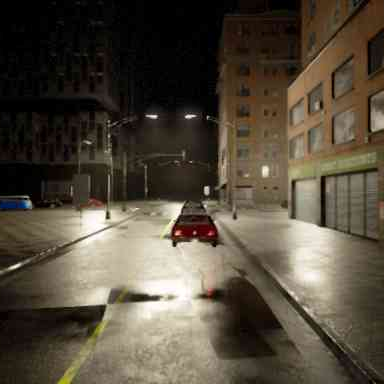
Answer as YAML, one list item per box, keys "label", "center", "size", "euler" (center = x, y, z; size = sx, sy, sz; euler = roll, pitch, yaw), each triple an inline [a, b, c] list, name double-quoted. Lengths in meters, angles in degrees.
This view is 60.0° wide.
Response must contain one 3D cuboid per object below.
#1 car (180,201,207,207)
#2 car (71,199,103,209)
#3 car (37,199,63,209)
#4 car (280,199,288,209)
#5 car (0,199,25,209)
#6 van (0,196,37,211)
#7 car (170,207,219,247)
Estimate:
- label: "car"
  center: [0.097, 1.413, 24.917]
  size: [1.882, 1.535, 5.008]
  euler: [0, 0, 0]
- label: "car"
  center: [-14.471, 1.588, 45.838]
  size: [4.206, 1.307, 1.802]
  euler: [0, 0, 0]
- label: "car"
  center: [-20.119, 1.612, 45.844]
  size: [4.313, 1.339, 1.947]
  euler: [0, 0, 0]
- label: "car"
  center: [12.105, 1.324, 37.287]
  size: [4.313, 1.339, 1.947]
  euler: [0, 0, 0]
- label: "car"
  center: [-25.768, 1.636, 45.850]
  size: [4.403, 1.369, 2.008]
  euler: [0, 0, 0]
- label: "van"
  center: [-20.120, 1.333, 37.319]
  size: [3.998, 1.788, 1.690]
  euler: [0, 0, 0]
- label: "car"
  center: [0.099, 1.565, 14.769]
  size: [1.895, 1.301, 4.718]
  euler: [0, 0, 0]
